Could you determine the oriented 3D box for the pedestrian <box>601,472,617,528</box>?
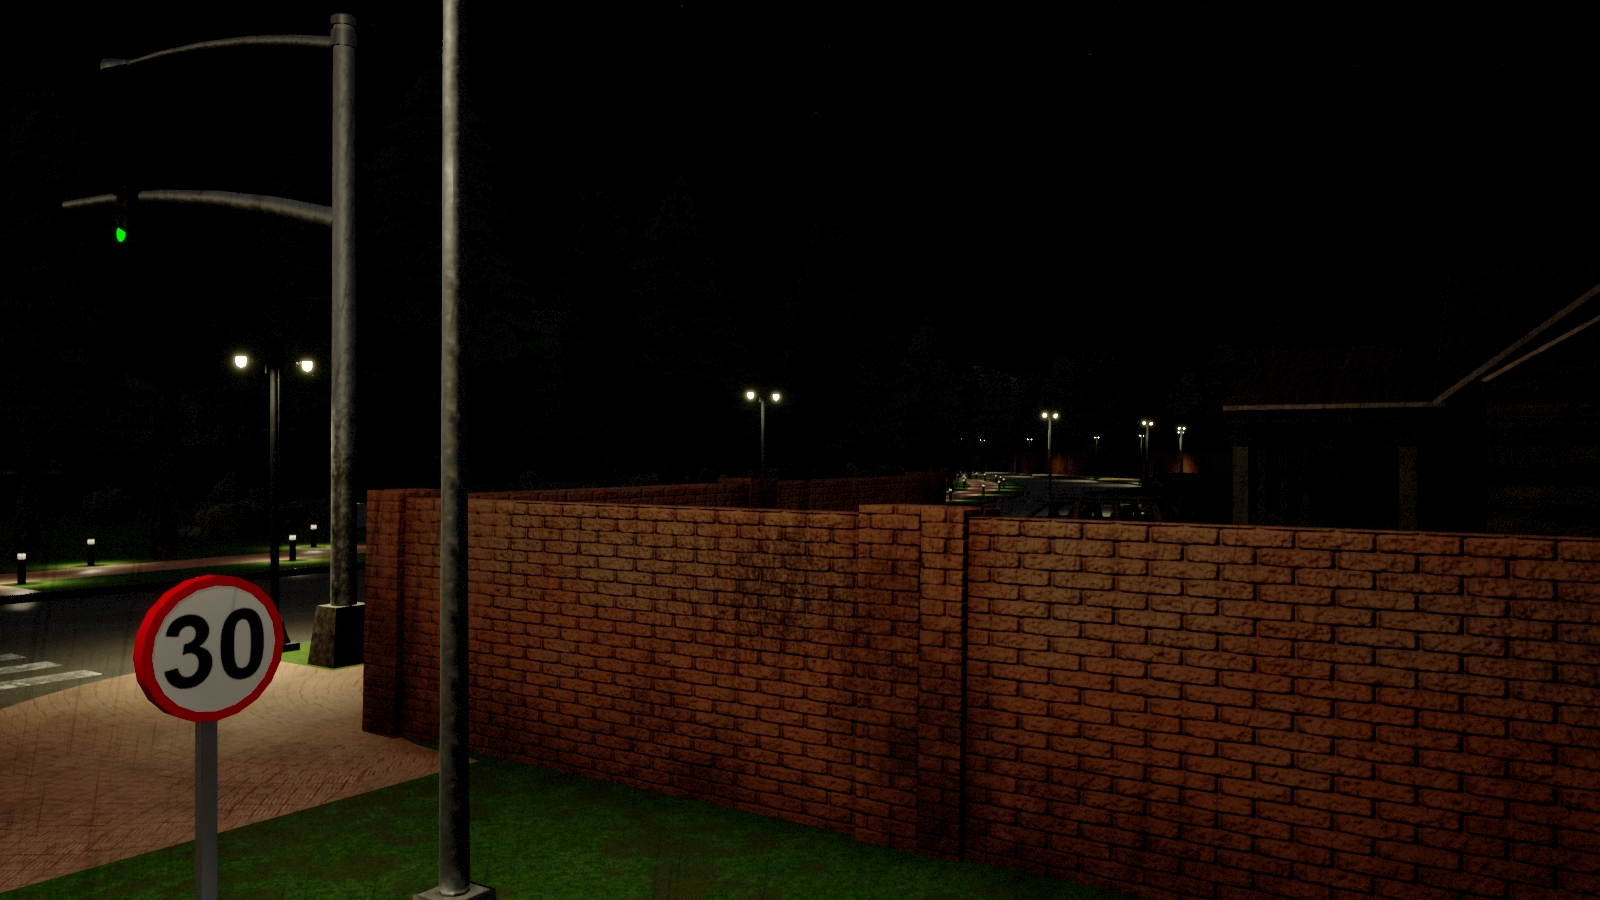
[{"bbox_3d":[-6.368,1.665,38.089,0.375,1.860,0.375,0,0,31],"label":"pedestrian"}]
